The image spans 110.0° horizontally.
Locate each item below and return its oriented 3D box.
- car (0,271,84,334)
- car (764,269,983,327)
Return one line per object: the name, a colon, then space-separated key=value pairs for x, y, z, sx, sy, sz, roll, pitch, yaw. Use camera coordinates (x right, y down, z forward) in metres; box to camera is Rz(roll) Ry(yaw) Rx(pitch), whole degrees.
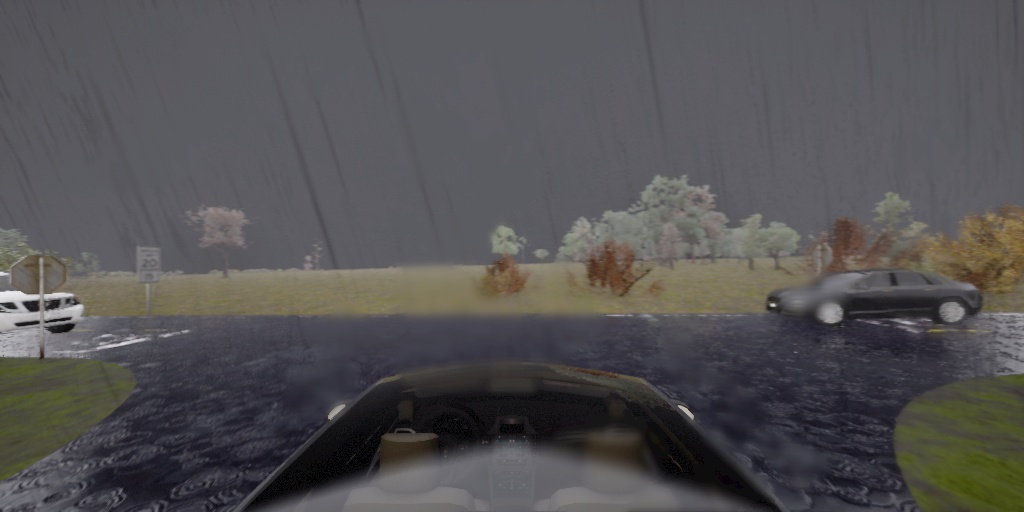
car: x=-16.238 y=1.470 z=10.737 sx=5.566 sy=2.045 sz=2.150 roll=-1 pitch=-1 yaw=7
car: x=10.160 y=1.150 z=10.386 sx=4.892 sy=1.490 sz=1.837 roll=-1 pitch=-1 yaw=7
